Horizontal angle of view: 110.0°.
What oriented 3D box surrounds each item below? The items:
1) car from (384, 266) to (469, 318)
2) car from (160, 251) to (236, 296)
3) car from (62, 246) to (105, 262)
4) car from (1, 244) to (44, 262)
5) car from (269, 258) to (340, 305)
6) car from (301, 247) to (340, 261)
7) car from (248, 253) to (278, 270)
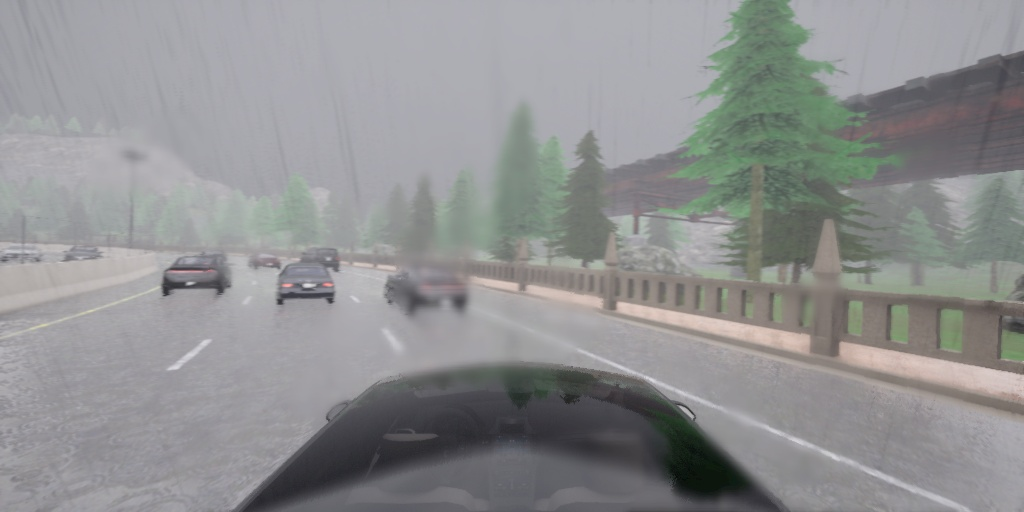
[{"bbox_3d":[-3.090,1.094,12.400,2.128,1.511,4.902,2,0,-30],"label":"car"},{"bbox_3d":[-12.970,0.739,15.003,2.128,1.511,4.902,2,0,-34],"label":"car"},{"bbox_3d":[-34.085,-0.050,28.587,4.902,1.511,2.128,2,0,43],"label":"car"},{"bbox_3d":[-40.927,-0.262,30.009,4.674,1.442,1.812,2,0,39],"label":"car"},{"bbox_3d":[-8.058,0.970,13.975,2.033,1.411,5.357,2,0,-32],"label":"car"},{"bbox_3d":[-16.729,0.277,31.205,2.150,2.045,5.566,2,0,-42],"label":"car"},{"bbox_3d":[-21.235,0.425,30.853,1.812,1.442,4.674,2,0,-43],"label":"car"}]
